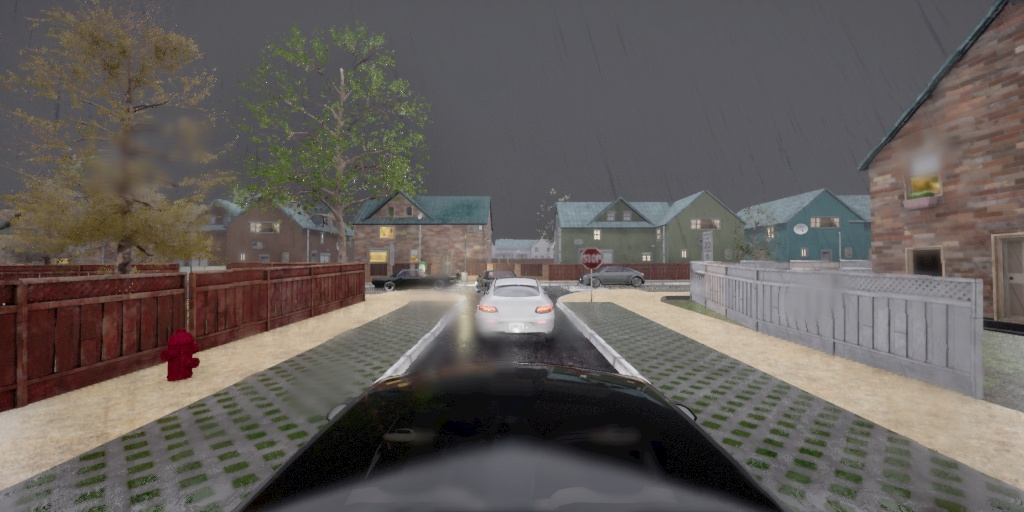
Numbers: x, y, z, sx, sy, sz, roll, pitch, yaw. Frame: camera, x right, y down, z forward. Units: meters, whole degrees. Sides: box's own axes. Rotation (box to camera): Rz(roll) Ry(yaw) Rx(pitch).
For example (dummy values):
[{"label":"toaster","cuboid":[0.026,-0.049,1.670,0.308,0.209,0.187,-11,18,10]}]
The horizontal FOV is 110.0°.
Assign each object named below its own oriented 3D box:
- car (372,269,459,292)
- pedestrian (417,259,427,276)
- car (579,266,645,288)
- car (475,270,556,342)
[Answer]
[{"label":"car","cuboid":[-5.490,1.416,20.909,4.718,1.301,1.895,-1,-1,1]},{"label":"pedestrian","cuboid":[-6.711,1.118,26.793,0.375,1.860,0.375,0,-1,1]},{"label":"car","cuboid":[6.529,1.344,23.704,4.181,1.385,1.994,0,-1,1]},{"label":"car","cuboid":[0.100,1.279,9.707,1.812,1.442,4.674,0,0,0]}]
